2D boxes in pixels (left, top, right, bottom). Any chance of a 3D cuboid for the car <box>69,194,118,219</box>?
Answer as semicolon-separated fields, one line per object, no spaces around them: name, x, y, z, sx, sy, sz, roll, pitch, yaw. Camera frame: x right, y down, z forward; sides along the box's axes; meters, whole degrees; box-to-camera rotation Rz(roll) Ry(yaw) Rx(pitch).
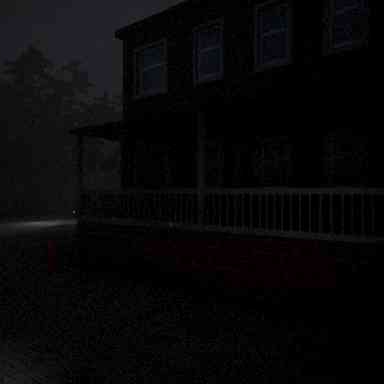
car;-7.697;1.221;28.480;2.150;2.045;5.566;0;0;35
